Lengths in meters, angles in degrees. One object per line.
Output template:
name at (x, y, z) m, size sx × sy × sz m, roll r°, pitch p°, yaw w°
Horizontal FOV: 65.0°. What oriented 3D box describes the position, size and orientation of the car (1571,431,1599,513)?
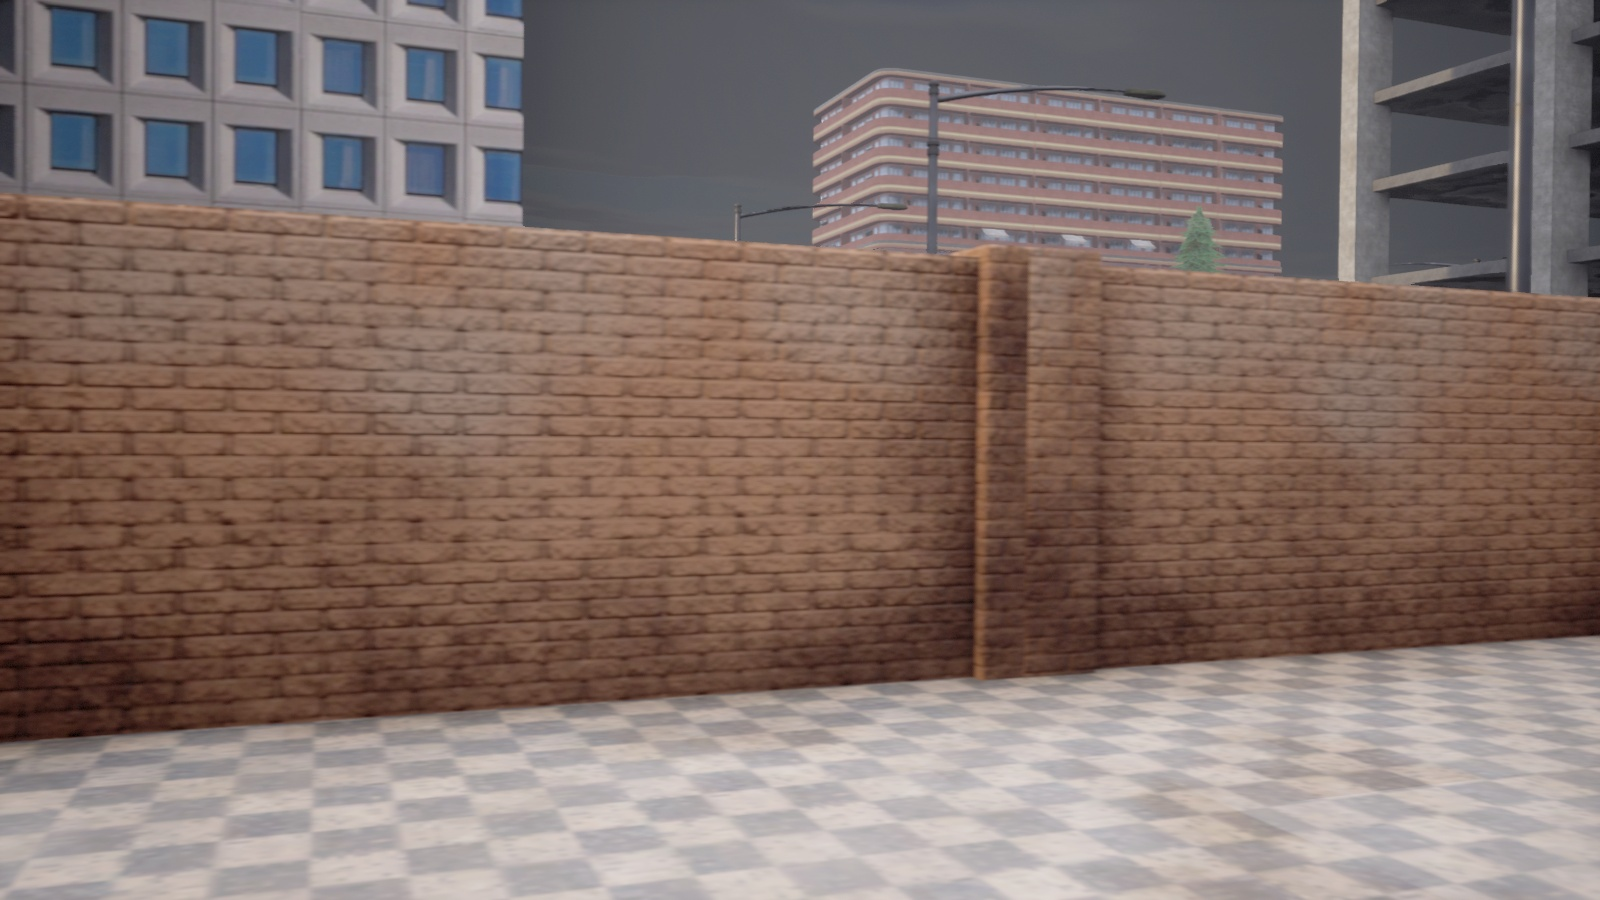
car at (15.038, 0.371, 20.191) m, size 1.994 × 1.385 × 4.181 m, roll -1°, pitch 1°, yaw -20°
